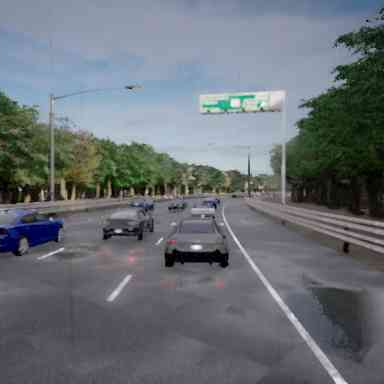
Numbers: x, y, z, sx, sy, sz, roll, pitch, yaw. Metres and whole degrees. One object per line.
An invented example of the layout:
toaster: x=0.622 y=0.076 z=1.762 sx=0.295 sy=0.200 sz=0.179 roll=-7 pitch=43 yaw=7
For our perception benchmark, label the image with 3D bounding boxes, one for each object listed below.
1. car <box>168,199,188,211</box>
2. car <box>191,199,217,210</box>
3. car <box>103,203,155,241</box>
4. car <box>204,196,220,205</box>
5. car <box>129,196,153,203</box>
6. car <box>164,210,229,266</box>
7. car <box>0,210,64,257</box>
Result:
car: x=-1.613 y=1.496 z=39.901 sx=2.033 sy=1.411 sz=5.357 roll=0 pitch=0 yaw=6
car: x=0.988 y=1.573 z=28.251 sx=1.895 sy=1.301 sz=4.718 roll=0 pitch=0 yaw=4
car: x=-3.059 y=1.502 z=16.587 sx=1.812 sy=1.442 sz=4.674 roll=0 pitch=0 yaw=2
car: x=2.327 y=1.430 z=43.795 sx=1.882 sy=1.535 sz=5.008 roll=0 pitch=0 yaw=6
car: x=-5.381 y=1.293 z=35.557 sx=2.097 sy=1.767 sz=4.553 roll=1 pitch=0 yaw=5
car: x=0.188 y=1.554 z=11.528 sx=1.994 sy=1.385 sz=4.181 roll=0 pitch=0 yaw=2
car: x=-6.707 y=1.435 z=12.950 sx=1.882 sy=1.535 sz=5.008 roll=1 pitch=0 yaw=2
